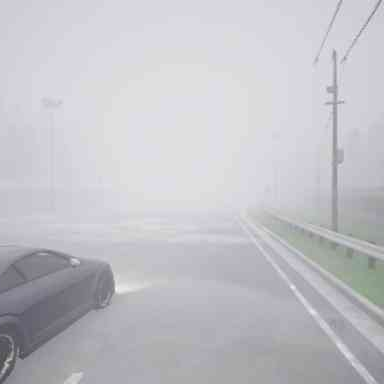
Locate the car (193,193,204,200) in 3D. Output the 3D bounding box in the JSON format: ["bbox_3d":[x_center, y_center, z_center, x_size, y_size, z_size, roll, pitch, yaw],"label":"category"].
[{"bbox_3d":[1.709,1.098,86.514,2.097,1.767,4.553,0,0,11],"label":"car"}]

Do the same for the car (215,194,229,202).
[{"bbox_3d":[6.739,1.523,75.444,1.895,1.301,4.718,0,0,11],"label":"car"}]

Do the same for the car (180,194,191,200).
[{"bbox_3d":[-1.720,1.328,87.223,1.895,1.301,4.718,0,0,11],"label":"car"}]

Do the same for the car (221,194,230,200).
[{"bbox_3d":[8.592,1.314,85.244,1.994,1.385,4.181,0,0,11],"label":"car"}]

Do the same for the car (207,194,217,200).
[{"bbox_3d":[5.153,1.277,85.894,2.128,1.511,4.902,0,0,11],"label":"car"}]

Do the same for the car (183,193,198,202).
[{"bbox_3d":[-0.139,1.504,76.744,1.895,1.301,4.718,0,0,11],"label":"car"}]

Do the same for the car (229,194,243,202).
[{"bbox_3d":[10.096,1.462,74.355,2.128,1.511,4.902,0,0,11],"label":"car"}]

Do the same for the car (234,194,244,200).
[{"bbox_3d":[12.031,1.297,84.594,2.128,1.511,4.902,0,0,11],"label":"car"}]

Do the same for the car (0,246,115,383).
[{"bbox_3d":[-2.851,1.551,5.307,1.994,1.385,4.181,0,0,11],"label":"car"}]

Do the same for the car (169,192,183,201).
[{"bbox_3d":[-3.654,1.124,76.984,2.150,2.045,5.566,0,0,11],"label":"car"}]

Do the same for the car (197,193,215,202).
[{"bbox_3d":[3.218,1.443,75.655,2.128,1.511,4.902,0,0,11],"label":"car"}]
